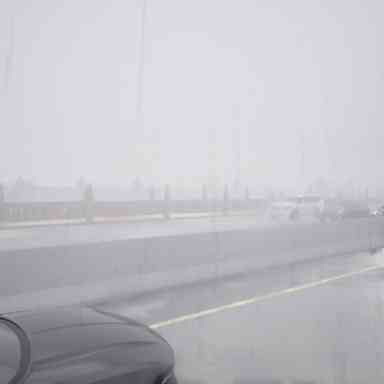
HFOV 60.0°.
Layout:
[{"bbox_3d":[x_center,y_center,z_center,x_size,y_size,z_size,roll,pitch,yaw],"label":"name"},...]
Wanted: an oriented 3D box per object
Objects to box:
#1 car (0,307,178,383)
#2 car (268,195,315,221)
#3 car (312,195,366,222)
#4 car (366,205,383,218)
[{"bbox_3d":[-2.398,1.477,2.036,5.008,1.535,1.882,0,0,-36],"label":"car"},{"bbox_3d":[8.702,1.237,27.408,5.566,2.045,2.150,0,0,-36],"label":"car"},{"bbox_3d":[11.560,1.366,25.145,4.553,1.767,2.097,0,0,-35],"label":"car"},{"bbox_3d":[14.344,1.367,22.832,4.553,1.767,2.097,0,0,-35],"label":"car"}]
